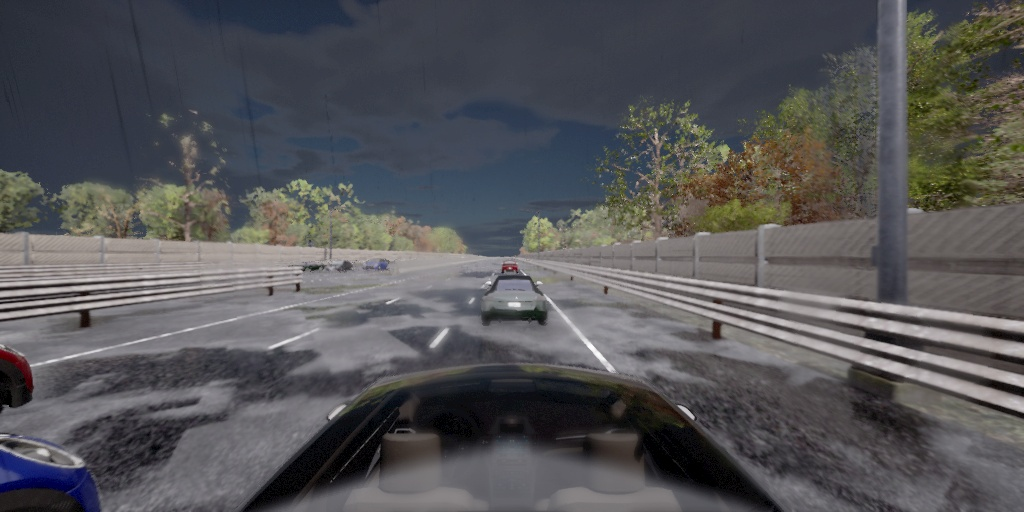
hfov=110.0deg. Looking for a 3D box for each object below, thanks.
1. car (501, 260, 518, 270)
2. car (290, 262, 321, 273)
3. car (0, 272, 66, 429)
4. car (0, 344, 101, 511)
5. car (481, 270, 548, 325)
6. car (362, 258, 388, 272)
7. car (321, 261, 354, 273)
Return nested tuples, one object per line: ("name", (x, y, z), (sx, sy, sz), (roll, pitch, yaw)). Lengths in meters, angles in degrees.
("car", (-0.278, 1.244, 43.665), (1.882, 1.535, 5.008), (0, 0, -1))
("car", (-24.961, 1.368, 43.856), (1.895, 1.301, 4.718), (0, 0, -1))
("car", (-6.905, 1.105, 2.431), (2.097, 1.767, 4.553), (0, 0, 0))
("car", (-3.406, 1.102, 0.120), (2.097, 1.767, 4.553), (0, 0, 0))
("car", (0.070, 1.318, 11.907), (1.994, 1.385, 4.181), (0, 0, 0))
("car", (-18.008, 1.119, 47.344), (2.097, 1.767, 4.553), (0, 0, -1))
("car", (-21.473, 1.293, 44.803), (1.812, 1.442, 4.674), (0, 0, -1))
